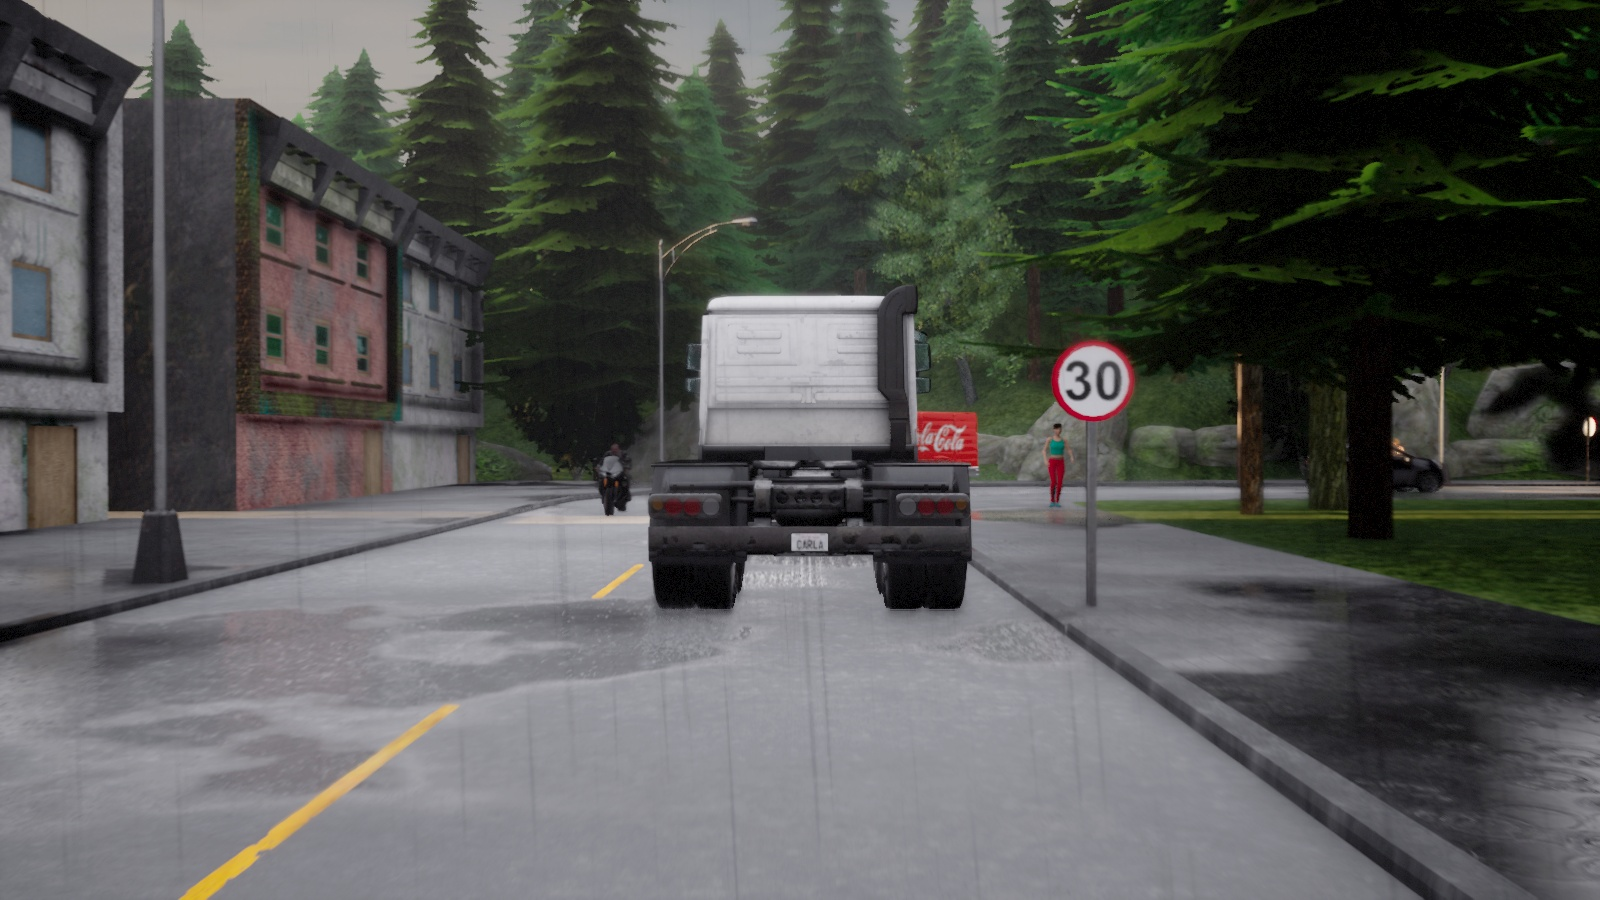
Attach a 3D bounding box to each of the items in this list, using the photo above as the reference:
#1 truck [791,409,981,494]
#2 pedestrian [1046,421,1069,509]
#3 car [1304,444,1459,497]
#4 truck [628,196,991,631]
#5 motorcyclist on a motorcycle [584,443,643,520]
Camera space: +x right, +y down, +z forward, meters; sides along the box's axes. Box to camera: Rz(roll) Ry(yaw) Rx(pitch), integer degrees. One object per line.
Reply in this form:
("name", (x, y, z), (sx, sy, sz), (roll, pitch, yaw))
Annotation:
("truck", (2.639, 0.045, 38.728), (5.204, 2.467, 2.627), (0, 0, -22))
("pedestrian", (5.450, 0.311, 26.572), (0.345, 1.836, 0.594), (0, 0, -1))
("car", (16.726, 0.570, 36.252), (3.633, 1.501, 1.845), (0, 0, 0))
("truck", (0.096, -0.314, 13.961), (2.891, 3.462, 7.936), (0, 0, 0))
("motorcyclist on a motorcycle", (-3.889, 0.630, 26.338), (0.866, 1.530, 2.191), (0, 0, 1))
